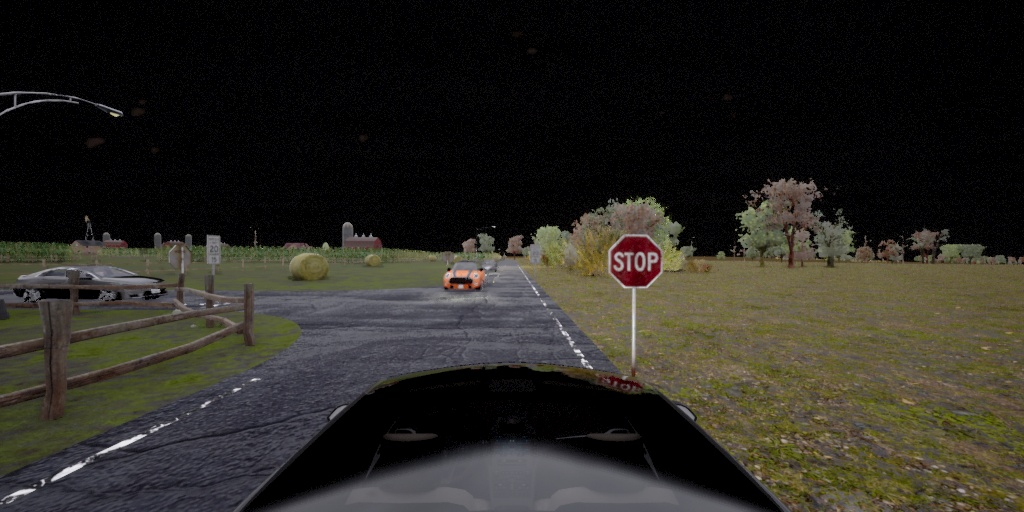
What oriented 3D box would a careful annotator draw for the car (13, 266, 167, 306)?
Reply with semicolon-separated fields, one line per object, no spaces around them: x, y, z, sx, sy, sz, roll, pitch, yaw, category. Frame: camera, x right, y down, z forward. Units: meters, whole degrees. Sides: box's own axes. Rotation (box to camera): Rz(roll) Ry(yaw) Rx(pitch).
-17.046;1.150;14.670;4.902;1.511;2.128;0;1;-1;car

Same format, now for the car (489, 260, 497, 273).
-2.792;1.261;44.396;2.128;1.511;4.902;0;0;0;car

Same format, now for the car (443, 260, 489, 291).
-2.763;1.095;21.643;2.097;1.767;4.553;1;0;0;car
